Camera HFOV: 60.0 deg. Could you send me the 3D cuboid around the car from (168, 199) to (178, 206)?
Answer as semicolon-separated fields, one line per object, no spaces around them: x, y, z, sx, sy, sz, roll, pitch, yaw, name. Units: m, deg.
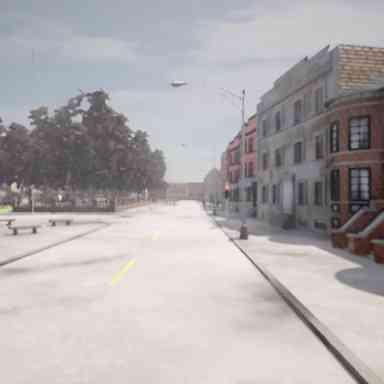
-4.172;2.385;72.974;2.097;1.767;4.553;0;-1;0;car
